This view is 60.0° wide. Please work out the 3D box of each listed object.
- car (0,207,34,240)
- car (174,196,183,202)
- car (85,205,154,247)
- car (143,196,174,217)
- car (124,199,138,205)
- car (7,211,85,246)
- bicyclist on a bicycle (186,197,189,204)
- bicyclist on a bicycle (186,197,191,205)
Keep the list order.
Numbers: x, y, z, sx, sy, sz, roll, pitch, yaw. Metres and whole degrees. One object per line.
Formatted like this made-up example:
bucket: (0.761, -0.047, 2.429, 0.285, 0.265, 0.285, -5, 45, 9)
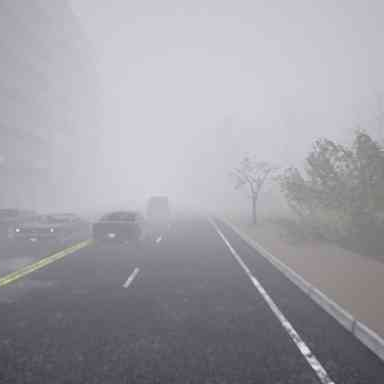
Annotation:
car: (-9.857, 1.594, 18.040, 1.882, 1.535, 5.008, 0, 0, 0)
car: (-3.625, 2.018, 95.033, 1.994, 1.385, 4.181, 0, 0, -6)
car: (-3.153, 1.577, 15.585, 1.882, 1.535, 5.008, 0, 0, 0)
car: (-3.241, 1.438, 33.617, 2.150, 2.045, 5.566, 0, 0, -1)
car: (-10.719, 1.944, 59.066, 1.994, 1.385, 4.181, 0, 0, -2)
car: (-6.603, 1.704, 16.112, 1.895, 1.301, 4.718, 0, 0, 0)
bicyclist on a bicycle: (-1.078, 1.930, 76.183, 0.582, 1.620, 1.656, 0, -1, -4)
bicyclist on a bicycle: (-0.455, 1.794, 67.124, 0.659, 1.776, 1.843, 0, 0, -4)
